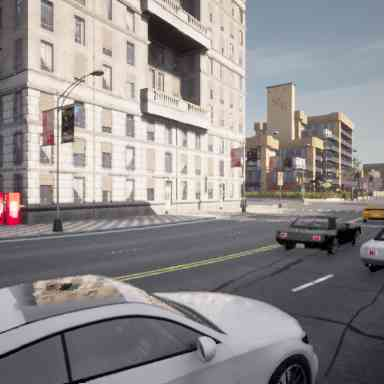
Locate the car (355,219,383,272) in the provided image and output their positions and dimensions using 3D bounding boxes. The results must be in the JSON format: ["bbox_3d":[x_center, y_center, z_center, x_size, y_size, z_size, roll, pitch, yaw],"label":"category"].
[{"bbox_3d":[6.639,1.597,9.805,1.895,1.301,4.718,0,0,43],"label":"car"}]

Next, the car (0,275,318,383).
[{"bbox_3d":[-0.855,1.523,2.948,4.674,1.442,1.812,0,0,-36],"label":"car"}]

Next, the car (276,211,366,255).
[{"bbox_3d":[5.239,1.594,13.337,1.895,1.301,4.718,0,0,41],"label":"car"}]

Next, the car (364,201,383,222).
[{"bbox_3d":[14.389,1.467,25.301,1.882,1.535,5.008,0,0,37],"label":"car"}]
